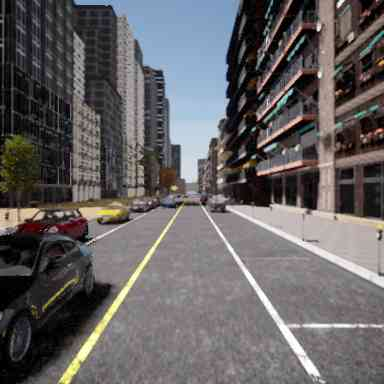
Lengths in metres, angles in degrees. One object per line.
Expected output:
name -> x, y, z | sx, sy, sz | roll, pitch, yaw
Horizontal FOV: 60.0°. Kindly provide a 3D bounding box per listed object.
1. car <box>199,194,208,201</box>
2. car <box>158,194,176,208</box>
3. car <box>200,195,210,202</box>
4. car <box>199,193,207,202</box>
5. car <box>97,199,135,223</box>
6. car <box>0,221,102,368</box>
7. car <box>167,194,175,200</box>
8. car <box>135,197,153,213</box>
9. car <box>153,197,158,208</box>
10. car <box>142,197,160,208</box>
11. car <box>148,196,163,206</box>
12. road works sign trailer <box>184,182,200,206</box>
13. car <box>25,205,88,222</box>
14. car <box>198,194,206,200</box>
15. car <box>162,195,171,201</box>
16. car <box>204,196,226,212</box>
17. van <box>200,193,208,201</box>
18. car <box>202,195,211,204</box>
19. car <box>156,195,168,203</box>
car -> 2.681, 1.229, 80.032 | 1.967, 1.590, 4.097 | 0, 0, 0
car -> -3.090, 1.414, 44.680 | 2.033, 1.411, 5.357 | 0, 0, 0
car -> 2.682, 1.392, 68.967 | 1.802, 1.307, 4.206 | 0, 0, 0
car -> 2.684, 1.274, 57.901 | 1.967, 1.590, 4.097 | 0, 0, 0
car -> -5.693, 1.448, 24.535 | 1.752, 1.417, 4.829 | 0, 0, 0
car -> -3.095, 1.506, 5.840 | 1.812, 1.442, 4.674 | 0, 0, 0
car -> -5.700, 1.293, 90.926 | 1.752, 1.417, 4.829 | 0, 0, 0
car -> -5.694, 1.441, 35.771 | 2.008, 1.369, 4.403 | 0, 0, 0
car -> -5.695, 1.316, 41.303 | 1.967, 1.590, 4.097 | 0, 0, 0
car -> -5.695, 1.412, 46.835 | 2.008, 1.369, 4.403 | 0, 0, 0
car -> -5.696, 1.391, 52.368 | 1.887, 1.381, 4.507 | 0, 0, 0
road works sign trailer -> -0.006, 0.313, 51.567 | 2.380, 3.560, 2.880 | 0, 0, 0
car -> -5.692, 1.395, 13.639 | 1.967, 1.590, 4.097 | 0, 0, 0
car -> 2.680, 1.319, 91.097 | 2.008, 1.369, 4.403 | 0, 0, 0
car -> -5.699, 1.381, 74.499 | 1.802, 1.307, 4.206 | 0, 0, 0
car -> 2.687, 1.442, 35.771 | 2.008, 1.369, 4.403 | 0, 0, 0
van -> 2.682, 1.141, 74.499 | 1.690, 1.788, 3.998 | 0, 0, 0
car -> 2.686, 1.427, 41.304 | 2.008, 1.369, 4.403 | 0, 0, 0
car -> -5.697, 1.347, 63.263 | 1.752, 1.417, 4.829 | 0, 0, 0
